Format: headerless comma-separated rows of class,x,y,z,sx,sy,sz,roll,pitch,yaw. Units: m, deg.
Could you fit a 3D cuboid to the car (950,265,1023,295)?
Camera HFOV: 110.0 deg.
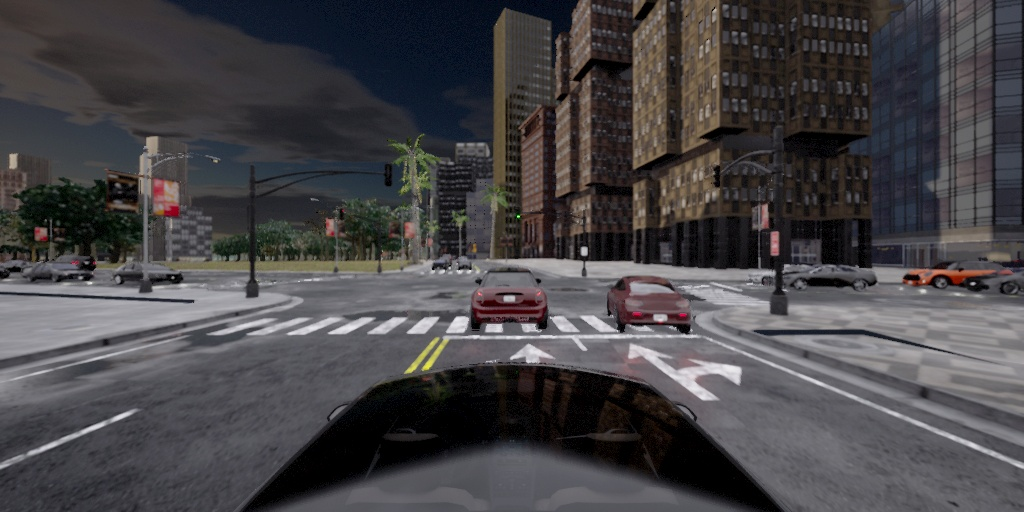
car,27.003,1.321,19.024,4.181,1.385,1.994,0,0,14

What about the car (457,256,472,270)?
car,-6.287,1.108,48.138,1.837,1.490,4.892,0,0,-7

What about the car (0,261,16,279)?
car,-45.674,1.240,30.715,4.892,1.490,1.837,0,0,15

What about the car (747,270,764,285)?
car,18.798,1.288,24.488,4.674,1.442,1.812,0,0,14

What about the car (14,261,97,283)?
car,-35.565,1.292,28.095,5.357,1.411,2.033,0,0,15

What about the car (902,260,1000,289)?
car,27.484,1.108,22.252,4.553,1.767,2.097,0,0,14

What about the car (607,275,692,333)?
car,3.950,1.308,10.810,1.812,1.442,4.674,0,0,10

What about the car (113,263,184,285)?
car,-26.017,1.258,25.638,4.892,1.490,1.837,0,0,14

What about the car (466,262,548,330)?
car,-0.112,1.137,11.430,2.097,1.767,4.553,0,0,-1

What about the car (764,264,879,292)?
car,18.364,1.255,21.243,4.902,1.511,2.128,0,0,14

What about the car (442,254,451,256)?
car,-10.762,0.873,57.378,2.097,1.767,4.553,0,0,-8

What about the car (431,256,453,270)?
car,-9.532,1.149,48.116,2.033,1.411,5.357,0,0,-4
